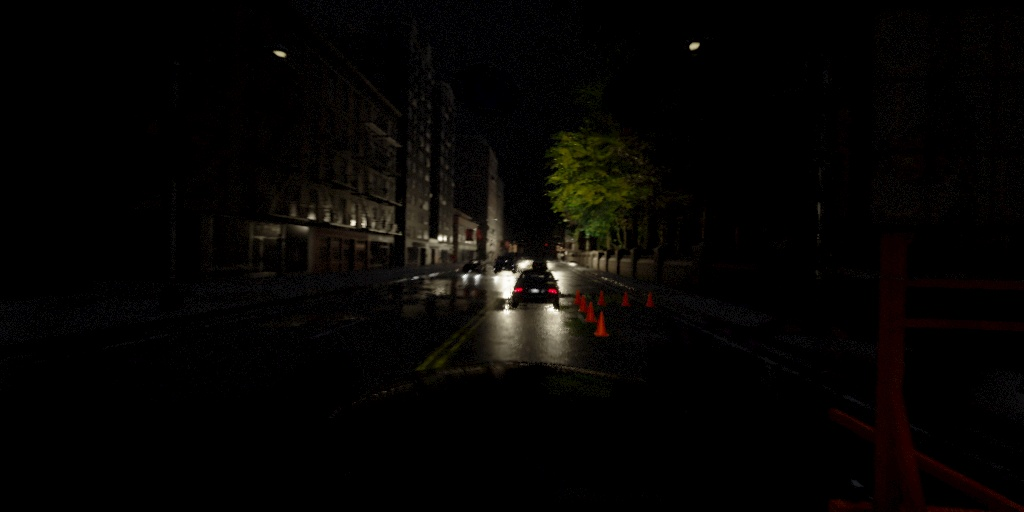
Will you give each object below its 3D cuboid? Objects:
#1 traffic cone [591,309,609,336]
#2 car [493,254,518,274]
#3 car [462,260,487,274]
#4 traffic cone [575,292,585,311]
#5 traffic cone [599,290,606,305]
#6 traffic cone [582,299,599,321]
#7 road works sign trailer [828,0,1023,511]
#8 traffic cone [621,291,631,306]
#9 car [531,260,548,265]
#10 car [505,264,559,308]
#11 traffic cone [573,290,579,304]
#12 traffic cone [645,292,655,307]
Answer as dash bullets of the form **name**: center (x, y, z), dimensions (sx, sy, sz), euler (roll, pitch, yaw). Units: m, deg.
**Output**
- **traffic cone**: center (2.303, 1.738, 9.285), dimensions (0.340, 0.580, 0.340), euler (0, 0, 5)
- **car**: center (-0.588, 0.848, 37.506), dimensions (2.150, 2.045, 5.566), euler (1, 0, 5)
- **car**: center (-3.856, 1.095, 37.519), dimensions (2.033, 1.411, 5.357), euler (1, 0, 5)
- **traffic cone**: center (2.631, 1.733, 13.271), dimensions (0.340, 0.580, 0.340), euler (0, 0, 5)
- **traffic cone**: center (3.790, 1.756, 15.183), dimensions (0.340, 0.580, 0.340), euler (0, 0, 5)
- **traffic cone**: center (2.467, 1.736, 11.278), dimensions (0.340, 0.580, 0.340), euler (0, 0, 5)
- **road works sign trailer**: center (3.107, 0.288, 2.195), dimensions (2.380, 3.560, 2.880), euler (0, 0, 5)
- **traffic cone**: center (4.787, 1.780, 15.101), dimensions (0.340, 0.580, 0.340), euler (0, 0, 5)
- **car**: center (3.413, 1.183, 44.199), dimensions (1.882, 1.535, 5.008), euler (1, 0, 5)
- **car**: center (1.032, 1.280, 15.200), dimensions (2.033, 1.411, 5.357), euler (1, 0, 5)
- **traffic cone**: center (2.794, 1.731, 15.265), dimensions (0.340, 0.580, 0.340), euler (0, 0, 5)
- **traffic cone**: center (5.783, 1.804, 15.019), dimensions (0.340, 0.580, 0.340), euler (0, 0, 5)
